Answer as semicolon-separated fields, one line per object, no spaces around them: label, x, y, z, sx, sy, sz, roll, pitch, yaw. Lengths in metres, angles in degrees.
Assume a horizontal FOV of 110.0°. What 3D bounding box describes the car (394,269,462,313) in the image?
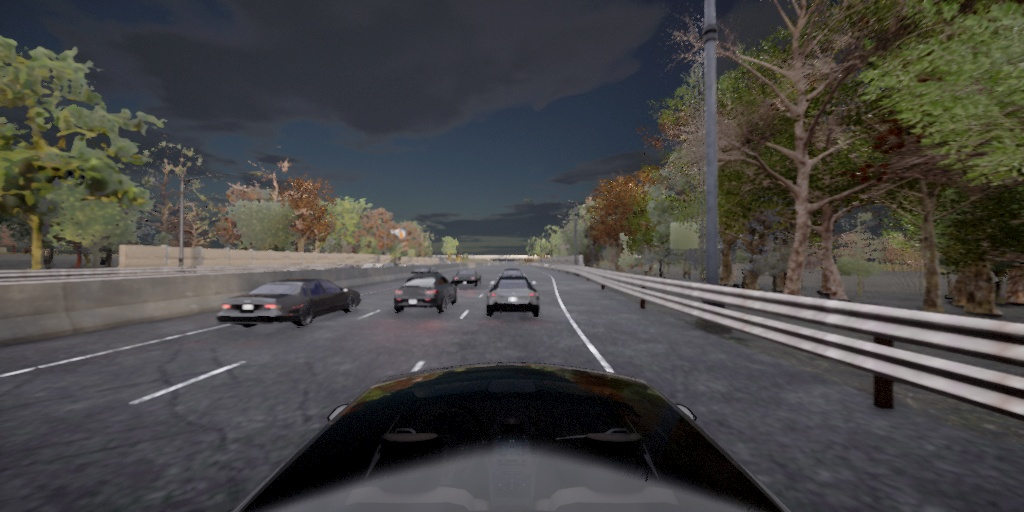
car;-3.449;1.453;14.848;1.812;1.442;4.674;0;-1;0

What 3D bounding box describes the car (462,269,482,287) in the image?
car;-3.460;1.719;28.562;1.895;1.301;4.718;0;-1;0

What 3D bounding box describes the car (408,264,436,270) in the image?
car;-6.954;1.619;29.165;2.128;1.511;4.902;0;-1;0

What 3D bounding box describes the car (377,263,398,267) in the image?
car;-21.024;1.958;61.949;2.097;1.767;4.553;0;-1;1

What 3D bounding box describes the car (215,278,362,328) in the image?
car;-6.973;1.436;11.999;2.033;1.411;5.357;0;-1;1

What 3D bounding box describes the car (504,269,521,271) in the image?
car;0.027;1.644;26.998;2.033;1.411;5.357;0;-1;1

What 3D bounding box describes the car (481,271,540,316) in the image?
car;0.048;1.485;14.333;1.994;1.385;4.181;0;-1;1
